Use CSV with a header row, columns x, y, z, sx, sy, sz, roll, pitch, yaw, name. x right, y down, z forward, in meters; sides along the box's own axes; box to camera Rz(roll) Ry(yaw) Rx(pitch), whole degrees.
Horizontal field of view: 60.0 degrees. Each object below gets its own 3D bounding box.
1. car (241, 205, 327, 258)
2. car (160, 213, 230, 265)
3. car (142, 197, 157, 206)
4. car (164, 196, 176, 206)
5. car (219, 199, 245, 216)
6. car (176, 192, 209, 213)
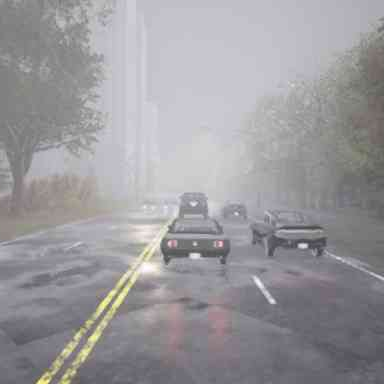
x,y,z,sx,sy,sz,roll,pitch,yaw,name
3.346,1.420,12.405,2.128,1.511,4.902,0,0,0,car
0.099,1.508,11.029,1.895,1.301,4.718,1,-3,0,car
-6.504,1.399,51.491,1.994,1.385,4.181,0,0,0,car
-3.255,1.357,51.362,1.812,1.442,4.674,0,0,0,car
3.387,1.370,27.625,1.837,1.490,4.892,1,1,0,car
0.144,1.002,26.262,2.150,2.045,5.566,2,0,1,car
